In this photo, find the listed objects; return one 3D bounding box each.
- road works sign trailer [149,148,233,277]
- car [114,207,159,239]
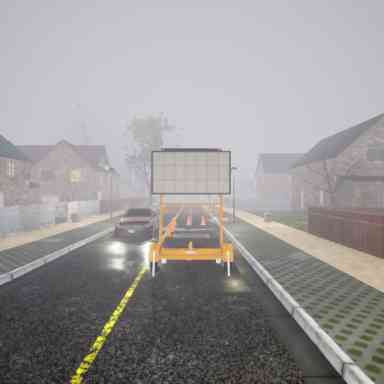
[{"bbox_3d":[-0.027,0.472,10.208,2.380,3.560,2.880,0,0,0],"label":"road works sign trailer"},{"bbox_3d":[-2.797,1.551,17.650,1.812,1.442,4.674,0,0,0],"label":"car"}]
